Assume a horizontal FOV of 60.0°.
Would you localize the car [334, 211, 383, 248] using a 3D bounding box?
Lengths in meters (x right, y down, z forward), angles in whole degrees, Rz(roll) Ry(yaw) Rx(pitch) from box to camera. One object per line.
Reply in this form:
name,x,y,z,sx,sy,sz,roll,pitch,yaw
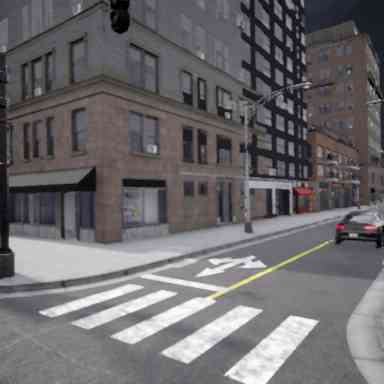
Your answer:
car,7.946,1.606,15.379,1.812,1.442,4.674,-1,-1,37
